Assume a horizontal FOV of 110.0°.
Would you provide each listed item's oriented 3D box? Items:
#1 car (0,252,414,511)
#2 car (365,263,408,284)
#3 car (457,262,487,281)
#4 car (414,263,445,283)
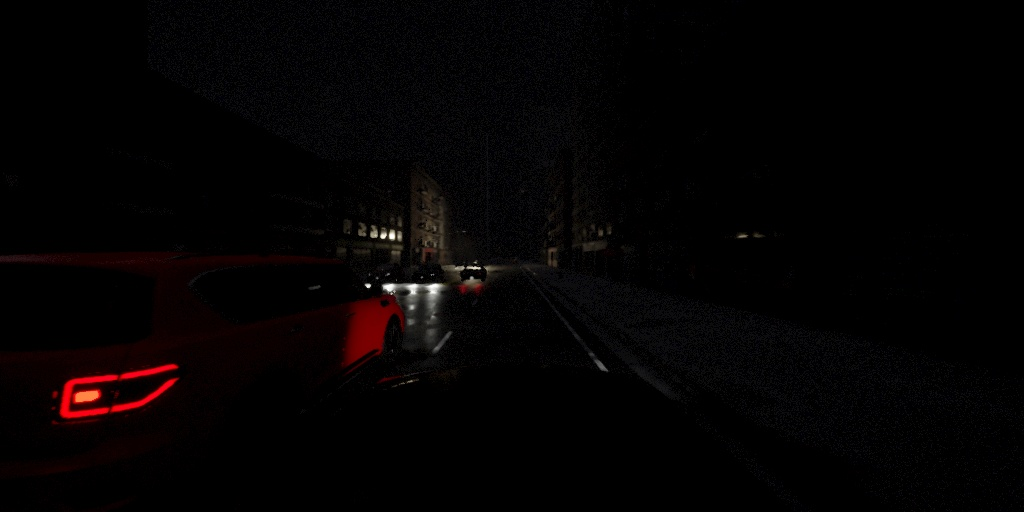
[{"bbox_3d":[-3.172,0.981,4.656,2.150,2.045,5.566,0,0,0],"label":"car"},{"bbox_3d":[-9.843,1.350,28.527,1.812,1.442,4.674,0,0,0],"label":"car"},{"bbox_3d":[-3.146,1.432,30.460,1.895,1.301,4.718,0,0,0],"label":"car"},{"bbox_3d":[-6.594,1.330,28.661,1.837,1.490,4.892,0,0,0],"label":"car"}]
